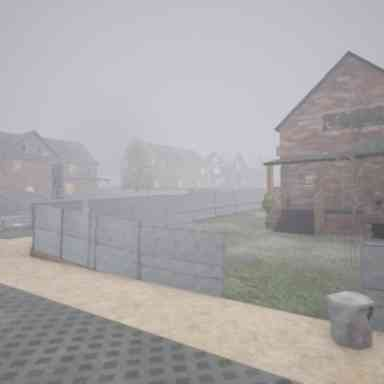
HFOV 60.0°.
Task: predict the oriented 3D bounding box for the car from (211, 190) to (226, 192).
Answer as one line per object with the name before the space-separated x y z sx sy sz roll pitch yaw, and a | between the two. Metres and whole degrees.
car | 2.795 0.480 36.955 1.895 1.301 4.718 -1 1 37
